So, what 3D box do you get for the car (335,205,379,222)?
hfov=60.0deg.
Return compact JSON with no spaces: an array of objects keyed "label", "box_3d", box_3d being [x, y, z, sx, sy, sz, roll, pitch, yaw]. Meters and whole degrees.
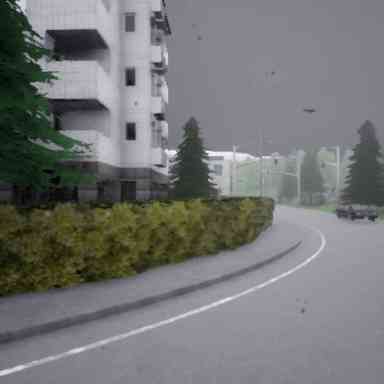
[{"label":"car","box_3d":[13.697,1.740,28.009,1.895,1.301,4.718,0,0,5]}]
